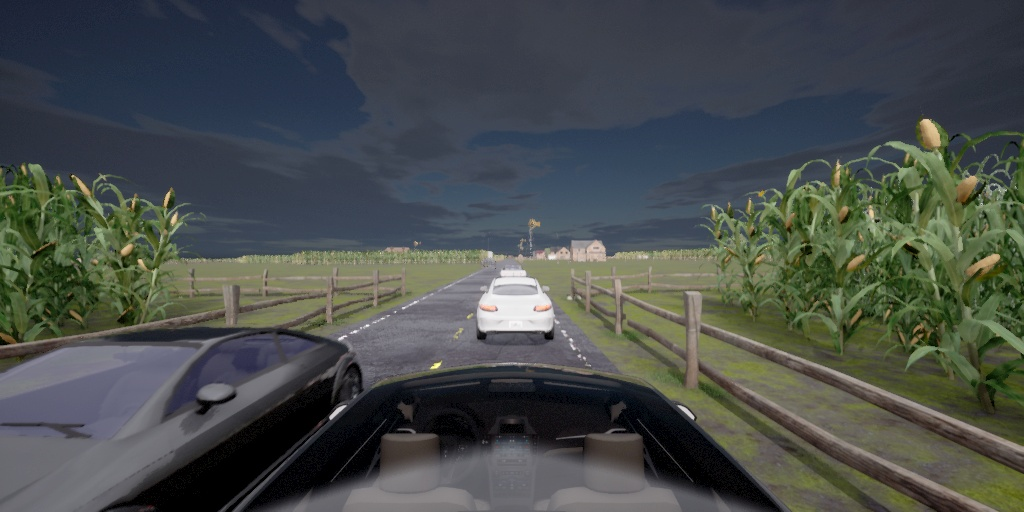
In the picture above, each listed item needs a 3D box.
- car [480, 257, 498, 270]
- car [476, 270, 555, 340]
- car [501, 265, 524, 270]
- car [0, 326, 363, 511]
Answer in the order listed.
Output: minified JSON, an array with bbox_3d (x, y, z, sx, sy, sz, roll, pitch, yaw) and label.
[{"bbox_3d":[-2.794,0.877,43.372,1.837,1.490,4.892,0,0,0],"label":"car"},{"bbox_3d":[0.079,1.274,9.864,1.812,1.442,4.674,0,0,0],"label":"car"},{"bbox_3d":[0.074,1.353,28.335,1.895,1.301,4.718,0,0,-1],"label":"car"},{"bbox_3d":[-2.851,1.313,2.805,1.994,1.385,4.181,0,0,0],"label":"car"}]
